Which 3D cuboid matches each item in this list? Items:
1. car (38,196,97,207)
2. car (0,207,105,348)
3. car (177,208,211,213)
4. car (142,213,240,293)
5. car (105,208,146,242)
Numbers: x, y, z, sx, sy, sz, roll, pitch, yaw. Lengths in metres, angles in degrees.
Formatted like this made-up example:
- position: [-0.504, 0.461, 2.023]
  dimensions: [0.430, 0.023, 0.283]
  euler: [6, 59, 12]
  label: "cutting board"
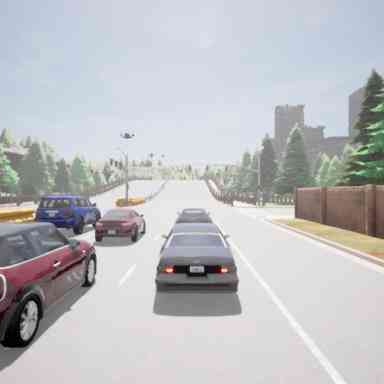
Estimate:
- position: [-6.899, 1.219, 19.043]
  dimensions: [2.150, 2.045, 5.566]
  euler: [0, 0, 0]
  label: "car"
- position: [-3.401, 1.351, 6.456]
  dimensions: [2.097, 1.767, 4.553]
  euler: [0, 0, 0]
  label: "car"
- position: [0.101, 1.561, 18.205]
  dimensions: [1.994, 1.385, 4.181]
  euler: [0, 0, 0]
  label: "car"
- position: [0.100, 1.546, 8.965]
  dimensions: [2.033, 1.411, 5.357]
  euler: [0, 0, 0]
  label: "car"
- position: [-3.402, 1.523, 16.255]
  dimensions: [1.812, 1.442, 4.674]
  euler: [0, 0, -1]
  label: "car"
